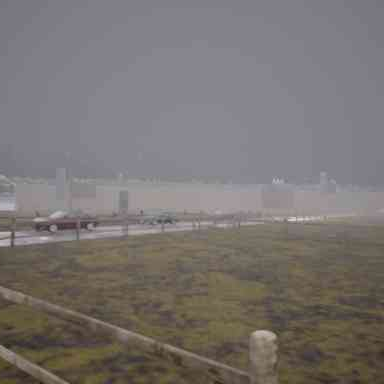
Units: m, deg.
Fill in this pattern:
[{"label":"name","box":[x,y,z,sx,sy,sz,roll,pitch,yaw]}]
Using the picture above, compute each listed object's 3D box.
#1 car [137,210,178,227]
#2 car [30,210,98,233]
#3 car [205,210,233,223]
[{"label":"car","box":[-3.315,2.554,32.893,2.128,1.511,4.902,1,-2,35]},{"label":"car","box":[-9.200,2.096,24.358,1.882,1.535,5.008,1,-2,34]},{"label":"car","box":[3.530,3.060,42.760,1.882,1.535,5.008,1,-2,35]}]
